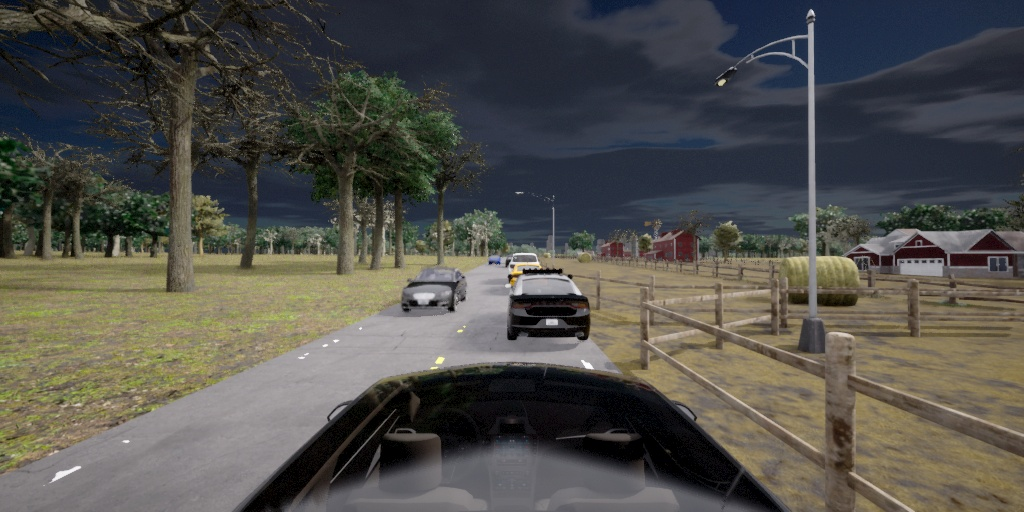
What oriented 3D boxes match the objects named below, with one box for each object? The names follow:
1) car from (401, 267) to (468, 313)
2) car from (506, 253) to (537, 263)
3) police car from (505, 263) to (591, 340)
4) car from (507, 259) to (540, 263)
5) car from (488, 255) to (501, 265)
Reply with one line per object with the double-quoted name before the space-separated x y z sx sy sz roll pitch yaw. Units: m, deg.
"car" -2.841 1.199 13.957 2.128 1.511 4.902 0 0 0
"car" 0.846 0.810 25.941 2.150 2.045 5.566 0 1 0
"police car" 0.832 1.156 10.019 1.930 1.638 5.238 0 0 0
"car" 0.841 1.134 19.910 1.882 1.535 5.008 0 1 0
"car" -2.704 0.644 55.831 1.882 1.535 5.008 0 1 0
